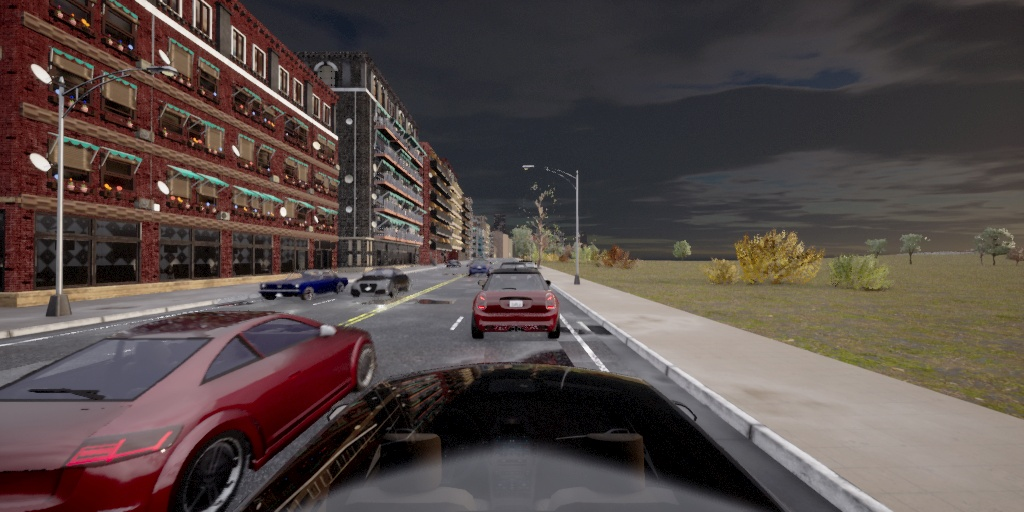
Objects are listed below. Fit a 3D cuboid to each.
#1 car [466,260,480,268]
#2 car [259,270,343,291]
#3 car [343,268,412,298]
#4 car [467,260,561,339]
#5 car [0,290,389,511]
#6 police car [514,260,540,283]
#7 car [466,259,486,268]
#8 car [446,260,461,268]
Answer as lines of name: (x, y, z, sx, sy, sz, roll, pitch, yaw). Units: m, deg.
car: (-6.644, 1.320, 61.503, 1.994, 1.385, 4.181, 0, 0, 0)
car: (-9.868, 1.354, 17.388, 1.895, 1.301, 4.718, 0, 0, 0)
car: (-6.620, 1.317, 18.498, 1.994, 1.385, 4.181, 0, 0, 0)
car: (0.083, 1.104, 10.249, 2.097, 1.767, 4.553, 0, 0, 0)
car: (-3.155, 1.314, 4.085, 1.994, 1.385, 4.181, 0, 0, 0)
police car: (1.104, 1.180, 29.517, 1.930, 1.638, 5.238, 0, 0, 0)
car: (-3.193, 1.108, 37.165, 2.097, 1.767, 4.553, 0, 0, 0)
car: (-9.895, 1.320, 60.652, 1.994, 1.385, 4.181, 0, 0, 0)
